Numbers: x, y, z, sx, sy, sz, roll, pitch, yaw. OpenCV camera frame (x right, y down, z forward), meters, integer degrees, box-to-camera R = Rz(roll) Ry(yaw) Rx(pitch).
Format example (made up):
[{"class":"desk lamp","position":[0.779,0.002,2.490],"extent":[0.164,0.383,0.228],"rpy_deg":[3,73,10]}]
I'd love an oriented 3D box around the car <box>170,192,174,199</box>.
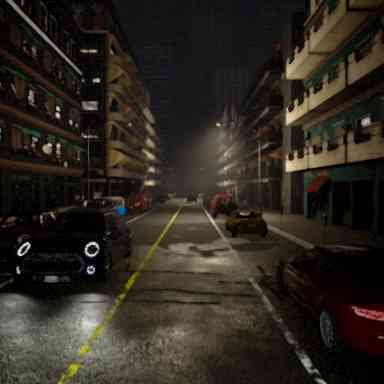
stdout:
[{"class":"car","position":[-5.679,1.215,73.065],"extent":[2.008,1.369,4.403],"rpy_deg":[-1,0,0]}]

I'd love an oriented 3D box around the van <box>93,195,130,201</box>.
[{"class":"van","position":[-5.663,1.235,22.645],"extent":[1.690,1.788,3.998],"rpy_deg":[-1,0,0]}]

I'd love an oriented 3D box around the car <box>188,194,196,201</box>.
[{"class":"car","position":[0.022,1.092,72.453],"extent":[1.812,1.442,4.674],"rpy_deg":[0,0,0]}]

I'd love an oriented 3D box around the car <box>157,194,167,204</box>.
[{"class":"car","position":[-5.683,1.322,56.258],"extent":[1.802,1.307,4.206],"rpy_deg":[-1,0,0]}]

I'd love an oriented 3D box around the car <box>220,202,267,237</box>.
[{"class":"car","position":[2.685,1.445,17.183],"extent":[1.752,1.417,4.829],"rpy_deg":[-1,0,0]}]

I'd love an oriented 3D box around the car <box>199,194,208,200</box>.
[{"class":"car","position":[2.703,1.164,78.805],"extent":[1.752,1.417,4.829],"rpy_deg":[-1,0,0]}]

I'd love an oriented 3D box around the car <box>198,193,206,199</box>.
[{"class":"car","position":[2.705,1.029,89.838],"extent":[1.967,1.590,4.097],"rpy_deg":[-1,0,0]}]

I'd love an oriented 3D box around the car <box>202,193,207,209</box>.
[{"class":"car","position":[2.688,1.132,39.420],"extent":[2.192,1.841,5.009],"rpy_deg":[-1,0,0]}]

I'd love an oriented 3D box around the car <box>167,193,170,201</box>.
[{"class":"car","position":[-5.682,1.297,61.860],"extent":[1.802,1.307,4.206],"rpy_deg":[-1,0,0]}]

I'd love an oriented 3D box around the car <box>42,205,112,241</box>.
[{"class":"car","position":[-5.662,1.471,17.044],"extent":[2.008,1.369,4.403],"rpy_deg":[-1,0,0]}]

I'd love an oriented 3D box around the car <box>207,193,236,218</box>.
[{"class":"car","position":[2.685,1.184,28.216],"extent":[2.192,1.841,5.009],"rpy_deg":[-1,0,0]}]

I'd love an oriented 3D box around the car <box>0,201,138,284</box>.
[{"class":"car","position":[-3.081,1.307,9.539],"extent":[2.097,1.767,4.553],"rpy_deg":[0,0,0]}]

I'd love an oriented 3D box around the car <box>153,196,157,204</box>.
[{"class":"car","position":[-5.696,1.368,39.452],"extent":[2.008,1.369,4.403],"rpy_deg":[-1,0,0]}]

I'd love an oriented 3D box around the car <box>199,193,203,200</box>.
[{"class":"car","position":[2.692,1.081,50.624],"extent":[2.192,1.841,5.009],"rpy_deg":[-1,0,0]}]

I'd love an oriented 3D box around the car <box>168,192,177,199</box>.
[{"class":"car","position":[-5.675,0.879,95.471],"extent":[2.192,1.841,5.009],"rpy_deg":[-1,0,0]}]

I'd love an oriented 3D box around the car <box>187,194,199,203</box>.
[{"class":"car","position":[0.018,1.192,62.028],"extent":[1.882,1.535,5.008],"rpy_deg":[0,0,0]}]

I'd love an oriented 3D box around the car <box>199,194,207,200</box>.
[{"class":"car","position":[2.705,1.179,84.237],"extent":[1.947,1.339,4.313],"rpy_deg":[-1,0,0]}]

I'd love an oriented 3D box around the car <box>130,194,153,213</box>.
[{"class":"car","position":[-5.683,1.158,33.849],"extent":[2.192,1.841,5.009],"rpy_deg":[-1,0,0]}]

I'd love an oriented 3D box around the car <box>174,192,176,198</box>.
[{"class":"car","position":[-5.675,1.164,84.268],"extent":[2.008,1.369,4.403],"rpy_deg":[-1,0,0]}]

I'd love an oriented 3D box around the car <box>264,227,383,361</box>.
[{"class":"car","position":[2.682,1.554,5.809],"extent":[1.802,1.307,4.206],"rpy_deg":[-1,0,0]}]
